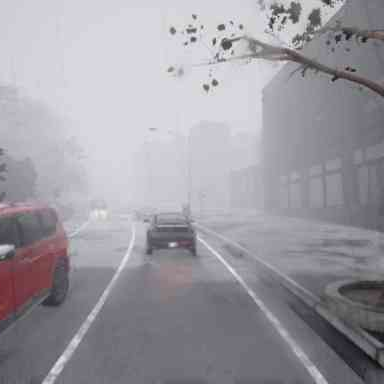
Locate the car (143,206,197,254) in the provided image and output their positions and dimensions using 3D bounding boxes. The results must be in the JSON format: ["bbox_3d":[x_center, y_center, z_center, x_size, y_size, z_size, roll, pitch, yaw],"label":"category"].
[{"bbox_3d":[-0.943,1.559,13.789,1.837,1.490,4.892,1,0,-7],"label":"car"}]

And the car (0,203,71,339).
[{"bbox_3d":[-3.579,1.234,5.055,2.150,2.045,5.566,0,0,-3],"label":"car"}]

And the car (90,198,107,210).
[{"bbox_3d":[-12.419,1.581,44.171,2.128,1.511,4.902,2,-1,-23],"label":"car"}]

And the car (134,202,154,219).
[{"bbox_3d":[-4.299,1.672,30.810,1.812,1.442,4.674,1,-1,-15],"label":"car"}]
